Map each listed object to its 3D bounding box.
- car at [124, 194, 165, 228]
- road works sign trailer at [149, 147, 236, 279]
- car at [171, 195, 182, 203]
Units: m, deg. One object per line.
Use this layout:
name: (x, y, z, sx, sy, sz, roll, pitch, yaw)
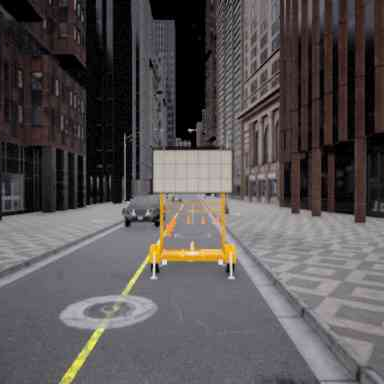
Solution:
car: (-3.053, 1.183, 22.471, 2.150, 2.045, 5.566, 0, 0, 0)
road works sign trailer: (0.019, 0.453, 9.962, 2.380, 3.560, 2.880, 0, 0, 0)
car: (-2.928, 1.294, 63.370, 2.128, 1.511, 4.902, 0, 0, 1)
